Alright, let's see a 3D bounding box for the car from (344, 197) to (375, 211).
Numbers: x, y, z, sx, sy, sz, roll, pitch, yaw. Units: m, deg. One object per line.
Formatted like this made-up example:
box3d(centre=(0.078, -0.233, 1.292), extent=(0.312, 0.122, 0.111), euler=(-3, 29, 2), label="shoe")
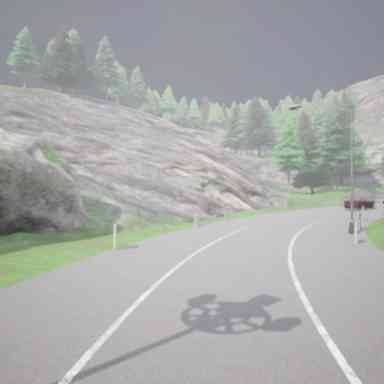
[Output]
box3d(centre=(19.726, 1.303, 39.151), extent=(5.008, 1.535, 1.882), euler=(-2, 1, -40), label="car")
